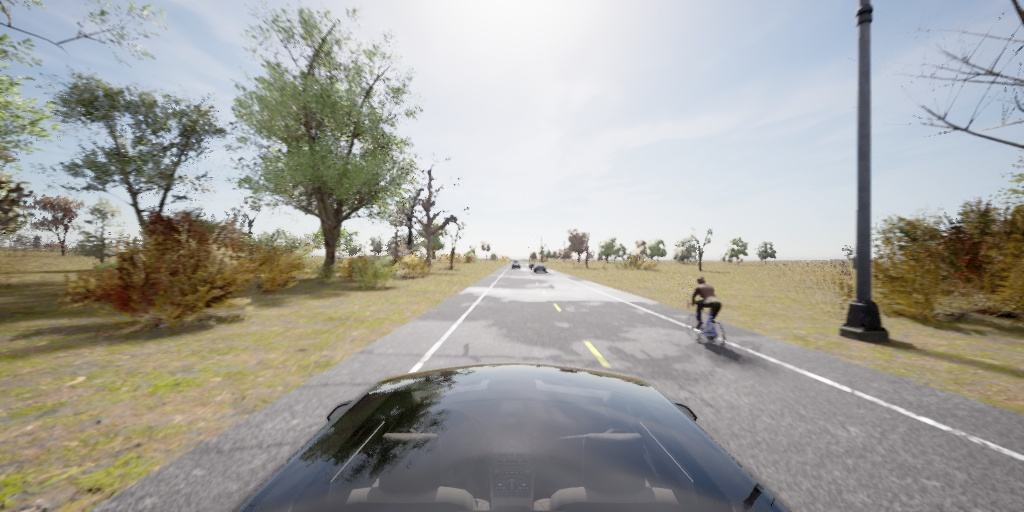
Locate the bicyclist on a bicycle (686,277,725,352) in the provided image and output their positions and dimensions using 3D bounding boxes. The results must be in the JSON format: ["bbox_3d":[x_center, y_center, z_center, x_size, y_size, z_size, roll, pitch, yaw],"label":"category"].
[{"bbox_3d":[4.520,1.315,8.431,0.582,1.620,1.656,1,-1,1],"label":"bicyclist on a bicycle"}]

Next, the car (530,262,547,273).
[{"bbox_3d":[4.214,1.788,54.502,1.812,1.442,4.674,1,0,1],"label":"car"}]
